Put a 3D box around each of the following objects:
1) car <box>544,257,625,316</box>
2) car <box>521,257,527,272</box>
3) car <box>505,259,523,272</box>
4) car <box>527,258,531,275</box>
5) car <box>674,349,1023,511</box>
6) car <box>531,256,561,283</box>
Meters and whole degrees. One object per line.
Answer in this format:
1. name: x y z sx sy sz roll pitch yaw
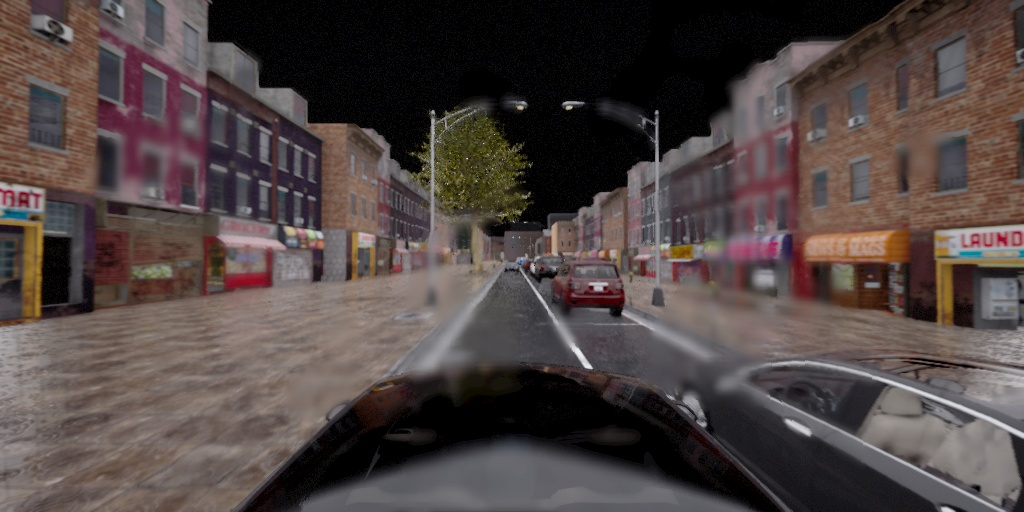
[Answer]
1. car: 2.640 1.086 13.384 2.192 1.841 5.009 0 0 0
2. car: 2.644 1.138 46.629 2.192 1.841 5.009 0 0 0
3. car: 0.013 1.399 46.414 2.033 1.411 5.357 0 0 0
4. car: 2.986 1.034 35.560 2.150 2.045 5.566 0 0 0
5. car: 2.639 1.302 2.301 2.007 1.370 4.403 0 0 0
6. car: 2.985 1.023 28.560 2.150 2.045 5.566 0 0 0
